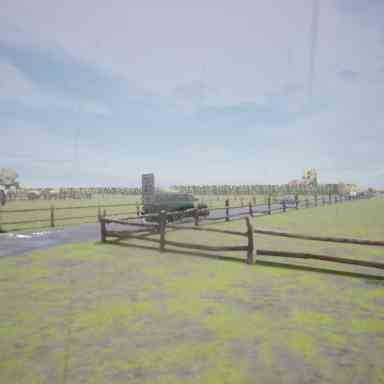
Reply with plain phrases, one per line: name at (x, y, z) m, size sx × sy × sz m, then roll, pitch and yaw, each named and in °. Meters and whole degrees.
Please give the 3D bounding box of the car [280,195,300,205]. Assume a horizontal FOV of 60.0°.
car at (14.574, 1.148, 49.487) m, size 1.994 × 1.385 × 4.181 m, roll -1°, pitch 0°, yaw 35°

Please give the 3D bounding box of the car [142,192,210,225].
car at (-0.969, 1.030, 22.583) m, size 2.150 × 2.045 × 5.566 m, roll -1°, pitch 0°, yaw 35°

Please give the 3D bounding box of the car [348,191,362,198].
car at (37.382, 0.746, 77.166) m, size 1.812 × 1.442 × 4.674 m, roll -1°, pitch 0°, yaw 35°
